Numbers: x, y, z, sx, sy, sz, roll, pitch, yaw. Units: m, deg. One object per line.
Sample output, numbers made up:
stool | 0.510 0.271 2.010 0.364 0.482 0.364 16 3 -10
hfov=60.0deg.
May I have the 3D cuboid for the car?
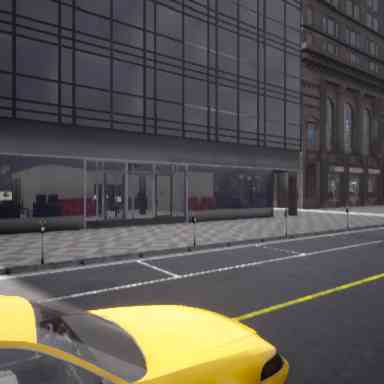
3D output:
car | -1.550 1.450 2.328 5.366 1.575 1.801 0 0 -35
